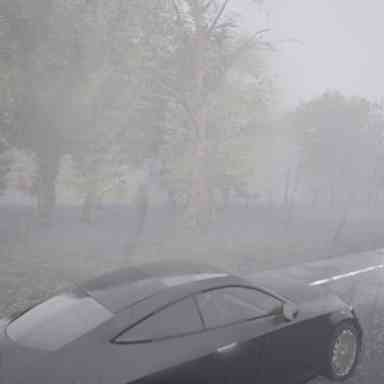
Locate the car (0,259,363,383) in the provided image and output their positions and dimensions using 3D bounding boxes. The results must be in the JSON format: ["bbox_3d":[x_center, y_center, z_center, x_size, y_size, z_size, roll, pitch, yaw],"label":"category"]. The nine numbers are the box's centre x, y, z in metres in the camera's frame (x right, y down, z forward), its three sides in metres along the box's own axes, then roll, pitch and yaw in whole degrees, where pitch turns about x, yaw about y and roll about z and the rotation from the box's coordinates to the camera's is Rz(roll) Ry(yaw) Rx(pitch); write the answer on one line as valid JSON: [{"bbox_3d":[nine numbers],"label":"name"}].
[{"bbox_3d":[0.022,1.526,3.758,4.674,1.442,1.812,0,0,-36],"label":"car"}]
